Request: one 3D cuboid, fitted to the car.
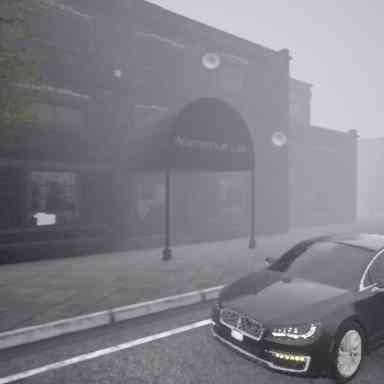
[{"bbox_3d":[2.532,1.505,5.490,4.892,1.490,1.837,0,0,-35],"label":"car"}]
